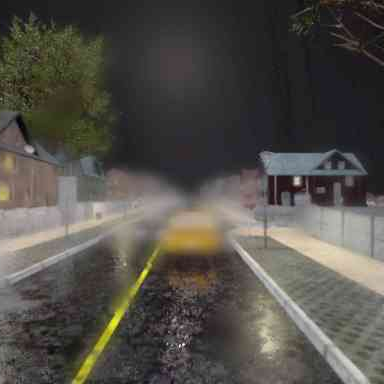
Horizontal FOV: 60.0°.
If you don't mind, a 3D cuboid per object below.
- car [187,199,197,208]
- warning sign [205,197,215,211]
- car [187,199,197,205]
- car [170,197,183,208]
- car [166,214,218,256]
[{"bbox_3d":[0.015,2.305,65.294,1.837,1.490,4.892,0,0,0],"label":"car"},{"bbox_3d":[2.490,1.663,46.074,1.300,1.860,1.060,-2,-2,0],"label":"warning sign"},{"bbox_3d":[-0.001,2.348,79.252,2.128,1.511,4.902,0,-1,0],"label":"car"},{"bbox_3d":[-2.782,1.979,62.370,2.150,2.045,5.566,0,-1,1],"label":"car"},{"bbox_3d":[0.029,1.635,13.841,1.882,1.535,5.008,0,-1,1],"label":"car"}]
